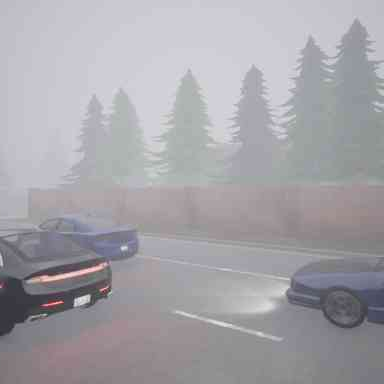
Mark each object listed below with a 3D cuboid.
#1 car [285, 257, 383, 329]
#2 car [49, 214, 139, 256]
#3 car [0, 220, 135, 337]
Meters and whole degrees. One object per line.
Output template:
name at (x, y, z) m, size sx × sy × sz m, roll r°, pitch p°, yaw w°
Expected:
car at (4.327, 1.548, 5.205) m, size 5.357 × 1.411 × 2.033 m, roll 0°, pitch 0°, yaw 35°
car at (-3.984, 1.478, 11.166) m, size 5.008 × 1.535 × 1.882 m, roll 0°, pitch 0°, yaw 36°
car at (-3.690, 1.492, 6.643) m, size 4.902 × 1.511 × 2.128 m, roll 0°, pitch 0°, yaw 36°
